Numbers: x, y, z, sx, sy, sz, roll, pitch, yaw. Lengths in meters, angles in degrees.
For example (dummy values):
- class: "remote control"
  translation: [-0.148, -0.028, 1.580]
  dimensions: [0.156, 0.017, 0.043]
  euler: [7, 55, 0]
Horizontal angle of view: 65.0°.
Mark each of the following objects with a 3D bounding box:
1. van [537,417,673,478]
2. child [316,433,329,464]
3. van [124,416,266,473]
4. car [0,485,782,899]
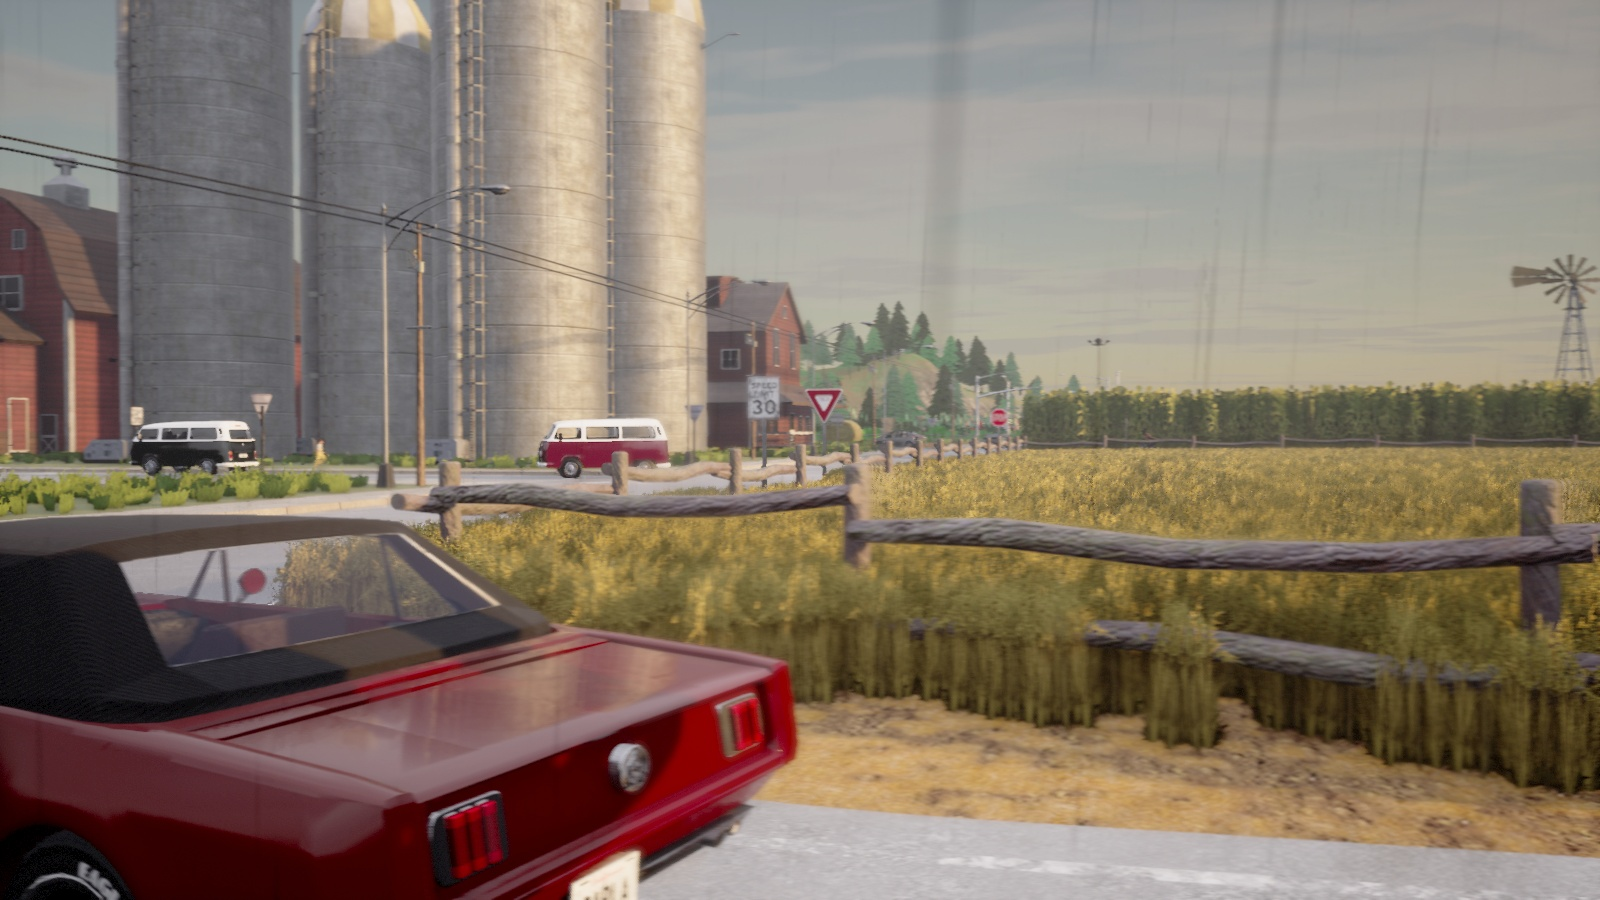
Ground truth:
- class: "van"
  translation: [-6.766, -0.117, 43.382]
  dimensions: [4.480, 2.038, 2.069]
  euler: [0, 2, -14]
- class: "child"
  translation: [-19.318, -0.067, 50.831]
  dimensions: [0.437, 1.263, 0.270]
  euler: [0, 1, 0]
- class: "van"
  translation: [-22.489, -0.231, 46.714]
  dimensions: [4.480, 2.038, 2.069]
  euler: [0, 1, 15]
- class: "car"
  translation: [-2.591, 0.852, 4.384]
  dimensions: [4.718, 1.301, 1.895]
  euler: [1, 1, 28]
